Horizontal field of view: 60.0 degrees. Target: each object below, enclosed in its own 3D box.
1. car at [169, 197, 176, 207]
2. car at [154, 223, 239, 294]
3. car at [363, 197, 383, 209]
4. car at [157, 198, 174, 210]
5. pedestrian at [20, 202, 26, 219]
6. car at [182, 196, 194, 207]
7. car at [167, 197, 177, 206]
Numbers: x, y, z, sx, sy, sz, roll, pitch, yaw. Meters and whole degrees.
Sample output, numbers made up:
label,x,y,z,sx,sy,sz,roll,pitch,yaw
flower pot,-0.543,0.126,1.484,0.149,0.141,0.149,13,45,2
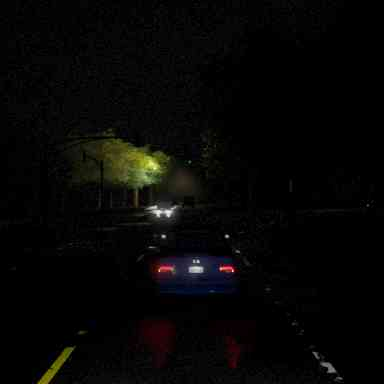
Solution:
label,x,y,z,sx,sy,sz,roll,pitch,yaw
car,-4.355,1.910,58.875,2.097,1.767,4.553,0,-1,-1
car,0.089,1.550,8.943,2.033,1.411,5.357,0,0,0
car,18.260,0.829,30.329,4.718,1.301,1.895,-2,-1,2
car,-4.169,2.000,49.771,1.895,1.301,4.718,0,-1,-1
pedestrian,-18.091,1.917,35.611,0.375,1.860,0.375,0,1,2
car,-0.776,1.852,62.994,2.150,2.045,5.566,0,-1,-1
car,-4.741,2.225,79.284,2.150,2.045,5.566,0,-1,-1
